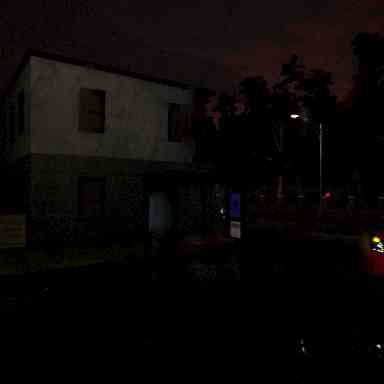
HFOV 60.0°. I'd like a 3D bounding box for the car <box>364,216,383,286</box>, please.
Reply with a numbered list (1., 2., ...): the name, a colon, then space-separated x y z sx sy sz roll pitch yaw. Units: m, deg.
1. car: 6.508 1.222 8.668 5.566 2.045 2.150 0 1 -45
